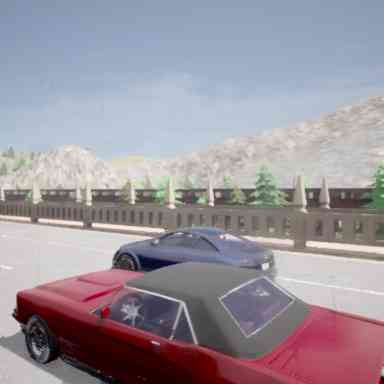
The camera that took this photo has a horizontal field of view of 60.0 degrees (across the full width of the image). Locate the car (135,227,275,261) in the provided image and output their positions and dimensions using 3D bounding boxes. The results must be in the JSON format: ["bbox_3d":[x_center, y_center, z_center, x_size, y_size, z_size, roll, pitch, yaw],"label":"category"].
[{"bbox_3d":[-0.041,1.569,8.318,4.181,1.385,1.994,0,0,35],"label":"car"}]

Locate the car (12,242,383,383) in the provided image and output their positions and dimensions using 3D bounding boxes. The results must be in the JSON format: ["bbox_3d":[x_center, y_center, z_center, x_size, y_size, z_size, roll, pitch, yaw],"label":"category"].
[{"bbox_3d":[-0.241,1.603,4.163,4.718,1.301,1.895,0,0,35],"label":"car"}]
